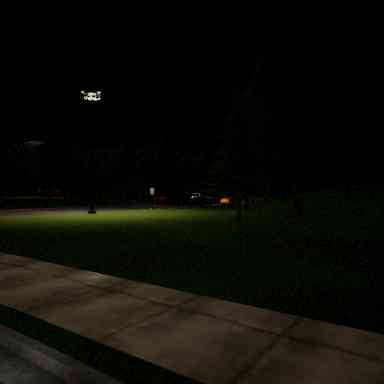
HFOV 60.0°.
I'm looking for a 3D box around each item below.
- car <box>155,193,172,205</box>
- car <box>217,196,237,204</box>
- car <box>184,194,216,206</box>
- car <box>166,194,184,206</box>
[{"bbox_3d":[-4.150,1.221,58.277,2.150,2.045,5.566,0,0,36],"label":"car"},{"bbox_3d":[7.225,1.478,62.062,1.882,1.535,5.008,0,0,36],"label":"car"},{"bbox_3d":[1.397,1.478,54.010,1.882,1.535,5.008,0,0,37],"label":"car"},{"bbox_3d":[-1.641,1.505,55.794,1.837,1.490,4.892,0,0,37],"label":"car"}]
